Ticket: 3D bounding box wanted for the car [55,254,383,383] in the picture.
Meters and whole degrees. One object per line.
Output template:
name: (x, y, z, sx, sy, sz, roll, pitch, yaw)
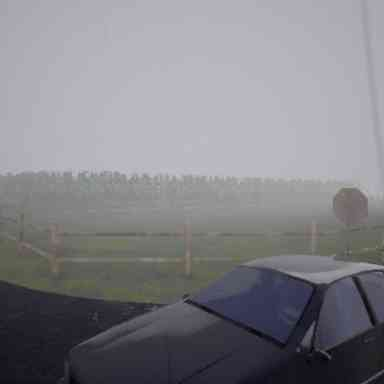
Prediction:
car: (1.315, 1.547, 4.010, 5.357, 1.411, 2.033, 0, 0, -35)
